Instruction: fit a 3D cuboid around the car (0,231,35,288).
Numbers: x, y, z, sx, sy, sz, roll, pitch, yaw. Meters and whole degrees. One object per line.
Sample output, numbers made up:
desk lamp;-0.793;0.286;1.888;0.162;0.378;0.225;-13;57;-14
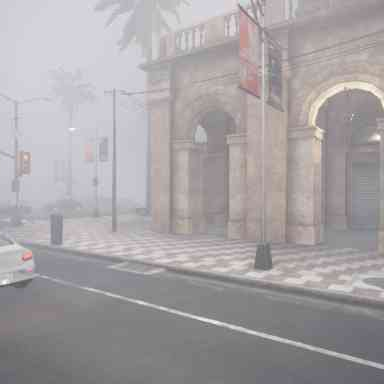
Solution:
car;-5.564;1.526;7.919;4.674;1.442;1.812;0;0;36

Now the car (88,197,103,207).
car;-13.852;1.513;51.049;2.161;1.482;4.786;0;0;35

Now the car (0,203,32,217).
car;-16.721;1.601;29.337;1.895;1.301;4.718;0;0;36

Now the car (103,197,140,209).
car;-9.473;1.601;45.839;1.895;1.301;4.718;0;0;36

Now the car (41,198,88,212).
car;-14.866;1.505;38.300;1.837;1.490;4.892;0;0;36
